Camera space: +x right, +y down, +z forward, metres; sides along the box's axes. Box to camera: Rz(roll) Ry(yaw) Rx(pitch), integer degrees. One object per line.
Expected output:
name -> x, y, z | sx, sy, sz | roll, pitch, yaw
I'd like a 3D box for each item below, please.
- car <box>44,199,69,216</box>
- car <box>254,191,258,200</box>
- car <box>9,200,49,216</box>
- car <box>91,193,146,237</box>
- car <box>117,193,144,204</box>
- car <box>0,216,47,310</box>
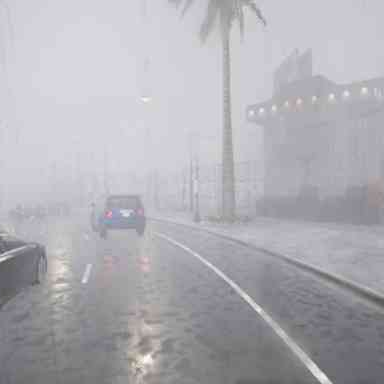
car -> -13.209, 1.409, 31.360 | 1.837, 1.490, 4.892 | -1, 0, -42
car -> 9.908, 1.054, 51.118 | 4.674, 1.452, 2.002 | 0, 0, 43
car -> -12.948, 1.536, 25.927 | 1.895, 1.301, 4.718 | -1, 0, -38
car -> -4.033, 1.142, 17.711 | 2.150, 2.045, 5.566 | 0, 0, -22
car -> -10.104, 1.004, 54.373 | 4.553, 1.767, 2.185 | 0, 0, 43
car -> -4.258, 1.482, 6.361 | 2.128, 1.511, 4.902 | 0, 0, -9
